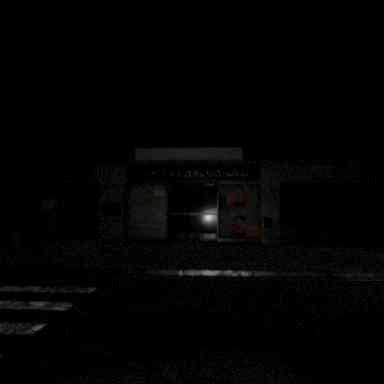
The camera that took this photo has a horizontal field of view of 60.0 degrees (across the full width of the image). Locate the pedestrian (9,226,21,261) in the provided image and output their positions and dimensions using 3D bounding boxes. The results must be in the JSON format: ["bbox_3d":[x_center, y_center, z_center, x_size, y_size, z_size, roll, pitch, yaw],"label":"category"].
[{"bbox_3d":[-5.804,1.699,10.999,0.500,1.100,0.500,0,-1,5],"label":"pedestrian"}]
